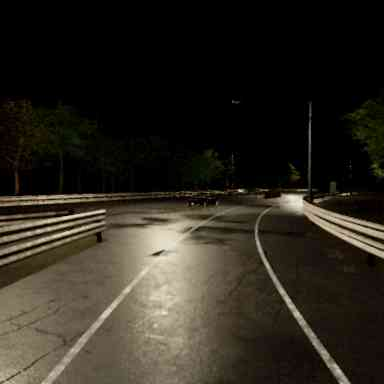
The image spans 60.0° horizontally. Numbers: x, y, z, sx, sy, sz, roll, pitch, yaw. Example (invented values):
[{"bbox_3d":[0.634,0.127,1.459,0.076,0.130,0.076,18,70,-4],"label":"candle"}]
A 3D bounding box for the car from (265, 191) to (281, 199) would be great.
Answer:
[{"bbox_3d":[14.247,0.466,58.538,1.812,1.442,4.674,1,2,31],"label":"car"}]

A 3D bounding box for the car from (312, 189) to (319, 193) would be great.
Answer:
[{"bbox_3d":[32.897,-0.113,89.495,1.994,1.385,4.181,1,1,31],"label":"car"}]

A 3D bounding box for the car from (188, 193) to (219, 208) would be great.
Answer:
[{"bbox_3d":[1.322,0.929,36.974,1.837,1.490,4.892,1,2,31],"label":"car"}]
